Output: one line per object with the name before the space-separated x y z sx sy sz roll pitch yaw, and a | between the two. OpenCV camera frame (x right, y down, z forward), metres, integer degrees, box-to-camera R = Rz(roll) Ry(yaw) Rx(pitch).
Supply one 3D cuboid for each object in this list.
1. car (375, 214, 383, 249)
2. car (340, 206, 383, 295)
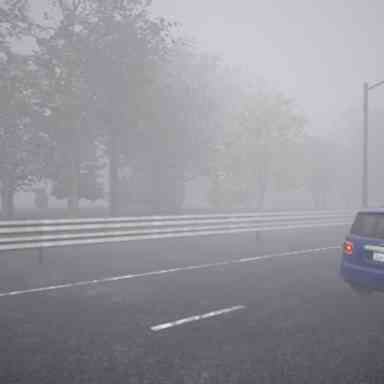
car | 10.742 1.772 15.543 4.892 1.490 1.837 0 0 -35
car | 5.805 1.361 7.882 5.566 2.045 2.150 1 0 -35
